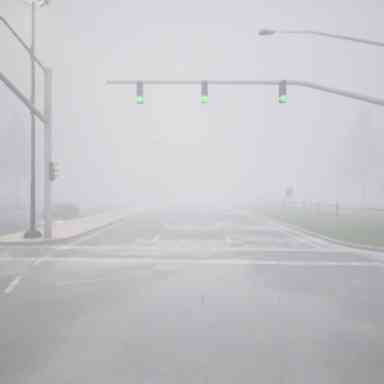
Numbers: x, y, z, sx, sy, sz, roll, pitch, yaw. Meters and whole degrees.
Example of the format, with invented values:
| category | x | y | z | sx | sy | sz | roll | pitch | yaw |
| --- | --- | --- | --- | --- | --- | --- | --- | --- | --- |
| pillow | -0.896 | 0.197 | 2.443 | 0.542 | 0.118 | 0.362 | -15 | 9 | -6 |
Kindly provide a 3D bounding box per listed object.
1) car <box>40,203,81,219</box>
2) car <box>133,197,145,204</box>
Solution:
| category | x | y | z | sx | sy | sz | roll | pitch | yaw |
| --- | --- | --- | --- | --- | --- | --- | --- | --- | --- |
| car | -11.580 | 1.653 | 29.784 | 2.033 | 1.411 | 5.357 | 0 | 0 | 0 |
| car | -11.190 | 1.707 | 69.931 | 1.812 | 1.442 | 4.674 | 0 | 0 | 2 |
